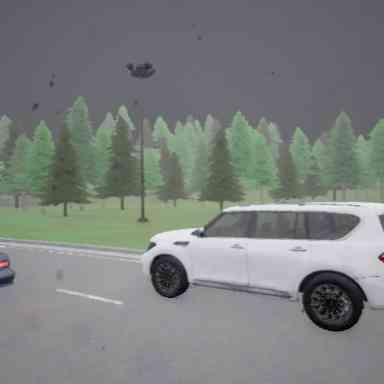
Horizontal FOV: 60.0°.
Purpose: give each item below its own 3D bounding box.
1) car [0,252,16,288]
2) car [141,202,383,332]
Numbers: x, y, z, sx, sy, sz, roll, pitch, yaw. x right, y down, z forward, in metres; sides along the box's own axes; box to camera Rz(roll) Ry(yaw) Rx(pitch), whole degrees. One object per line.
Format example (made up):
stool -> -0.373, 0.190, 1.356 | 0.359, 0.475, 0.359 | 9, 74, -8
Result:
car -> -6.530, 1.659, 7.868 | 5.357, 1.411, 2.033 | -1, 0, 29
car -> 1.506, 1.241, 7.051 | 5.566, 2.045, 2.150 | -1, -1, 33
